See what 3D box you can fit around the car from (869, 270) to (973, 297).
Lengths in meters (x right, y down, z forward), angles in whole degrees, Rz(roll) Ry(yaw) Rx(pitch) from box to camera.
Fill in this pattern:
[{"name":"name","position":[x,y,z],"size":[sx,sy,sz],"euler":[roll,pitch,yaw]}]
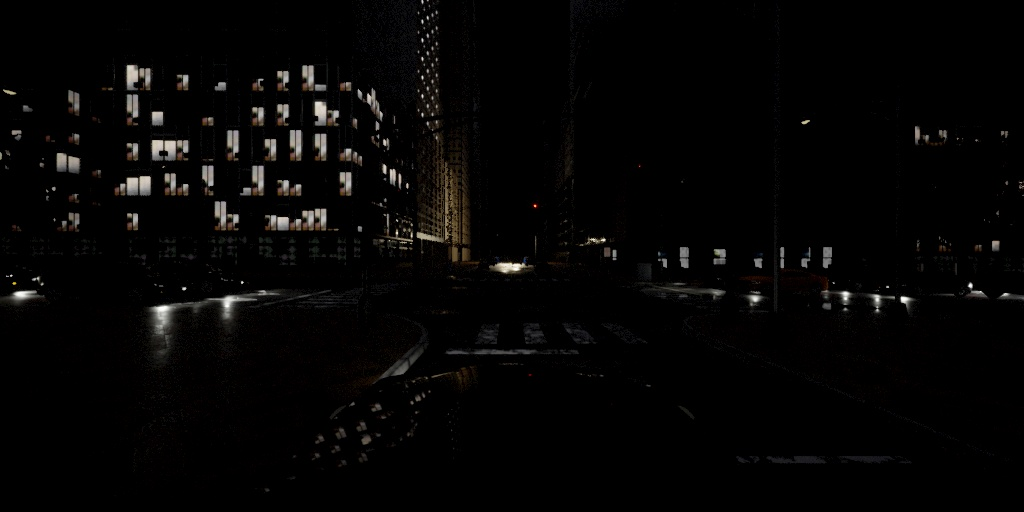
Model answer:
[{"name":"car","position":[26.129,1.750,22.743],"size":[4.892,1.490,1.837],"euler":[1,0,-3]}]

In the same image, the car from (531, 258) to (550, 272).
[{"name":"car","position":[3.873,1.329,46.646],"size":[1.948,1.339,4.313],"euler":[0,0,0]}]

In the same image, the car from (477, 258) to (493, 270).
[{"name":"car","position":[-4.087,1.342,52.129],"size":[1.802,1.307,4.207],"euler":[0,0,0]}]

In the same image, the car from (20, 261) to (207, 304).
[{"name":"car","position":[-15.373,0.998,14.059],"size":[4.892,1.490,1.837],"euler":[1,0,-3]}]

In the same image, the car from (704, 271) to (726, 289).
[{"name":"car","position":[16.320,1.546,25.529],"size":[5.008,1.535,1.882],"euler":[1,0,-3]}]

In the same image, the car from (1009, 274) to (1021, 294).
[{"name":"car","position":[37.324,2.008,26.512],"size":[4.181,1.385,1.994],"euler":[1,0,-2]}]

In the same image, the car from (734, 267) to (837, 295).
[{"name":"car","position":[16.729,1.554,22.295],"size":[5.008,1.535,1.882],"euler":[1,0,-3]}]

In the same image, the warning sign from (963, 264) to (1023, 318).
[{"name":"warning sign","position":[17.261,1.204,12.860],"size":[1.060,1.860,1.300],"euler":[0,0,-3]}]

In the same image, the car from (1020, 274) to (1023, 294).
[{"name":"car","position":[36.678,2.035,23.236],"size":[4.718,1.301,1.895],"euler":[1,0,-3]}]

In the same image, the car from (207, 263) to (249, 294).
[{"name":"car","position":[-15.525,0.995,17.306],"size":[4.892,1.490,1.837],"euler":[1,0,-3]}]

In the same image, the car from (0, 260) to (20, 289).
[{"name":"car","position":[-24.565,0.888,16.879],"size":[4.181,1.385,1.994],"euler":[1,0,-3]}]

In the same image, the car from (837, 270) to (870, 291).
[{"name":"car","position":[25.617,1.740,25.971],"size":[4.892,1.490,1.837],"euler":[1,0,-3]}]
